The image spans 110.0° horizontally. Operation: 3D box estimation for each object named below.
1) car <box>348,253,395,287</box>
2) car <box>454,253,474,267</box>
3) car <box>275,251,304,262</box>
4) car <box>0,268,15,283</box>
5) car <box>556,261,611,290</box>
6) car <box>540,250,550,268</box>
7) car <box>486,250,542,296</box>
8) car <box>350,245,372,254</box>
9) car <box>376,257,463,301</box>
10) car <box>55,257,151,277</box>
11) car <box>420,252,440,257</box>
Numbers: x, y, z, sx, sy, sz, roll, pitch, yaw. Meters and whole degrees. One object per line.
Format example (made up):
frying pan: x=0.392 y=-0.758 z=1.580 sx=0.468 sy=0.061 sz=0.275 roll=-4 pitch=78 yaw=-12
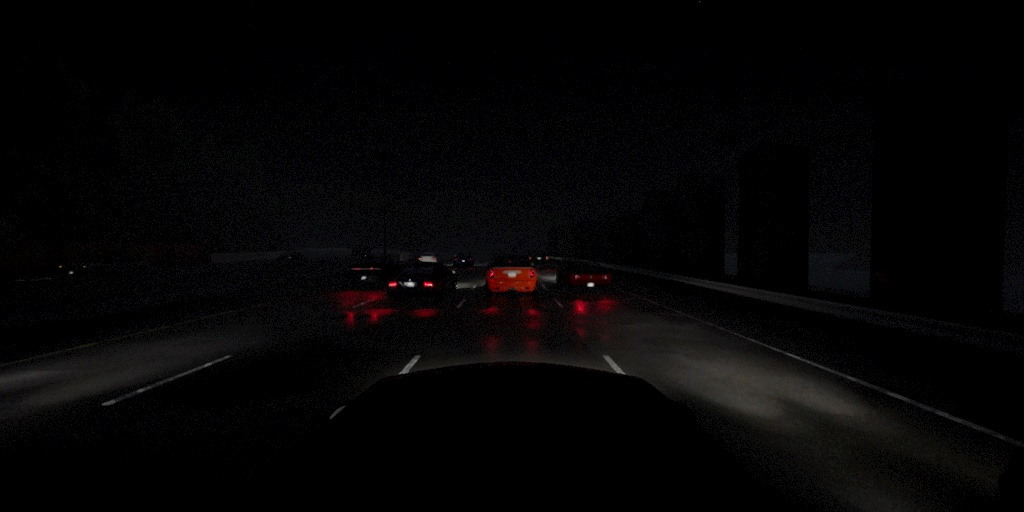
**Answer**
car: x=-7.125 y=0.769 z=19.443 sx=2.128 sy=1.511 sz=4.902 roll=0 pitch=2 yaw=-2
car: x=-4.873 y=0.397 z=36.228 sx=1.994 sy=1.385 sz=4.181 roll=0 pitch=2 yaw=-7
car: x=-27.415 y=0.135 z=44.433 sx=1.812 sy=1.442 sz=4.674 roll=0 pitch=1 yaw=-10
car: x=-21.186 y=0.950 z=12.480 sx=2.128 sy=1.511 sz=4.902 roll=0 pitch=2 yaw=-1
car: x=3.432 y=0.917 z=18.102 sx=1.895 sy=1.301 sz=4.718 roll=0 pitch=2 yaw=-1
car: x=2.272 y=0.212 z=35.296 sx=2.097 sy=1.767 sz=4.553 roll=0 pitch=2 yaw=-6
car: x=-0.034 y=0.716 z=16.235 sx=2.097 sy=1.767 sz=4.553 roll=0 pitch=2 yaw=-1
car: x=-21.560 y=-0.543 z=51.436 sx=2.150 sy=2.045 sz=5.566 roll=0 pitch=2 yaw=-12
car: x=-3.500 y=0.951 z=14.730 sx=2.033 sy=1.411 sz=5.357 roll=0 pitch=2 yaw=-1
car: x=-28.626 y=0.716 z=25.358 sx=1.895 sy=1.301 sz=4.718 roll=0 pitch=2 yaw=-4
car: x=-8.466 y=0.343 z=36.807 sx=1.812 sy=1.442 sz=4.674 roll=0 pitch=1 yaw=-7
